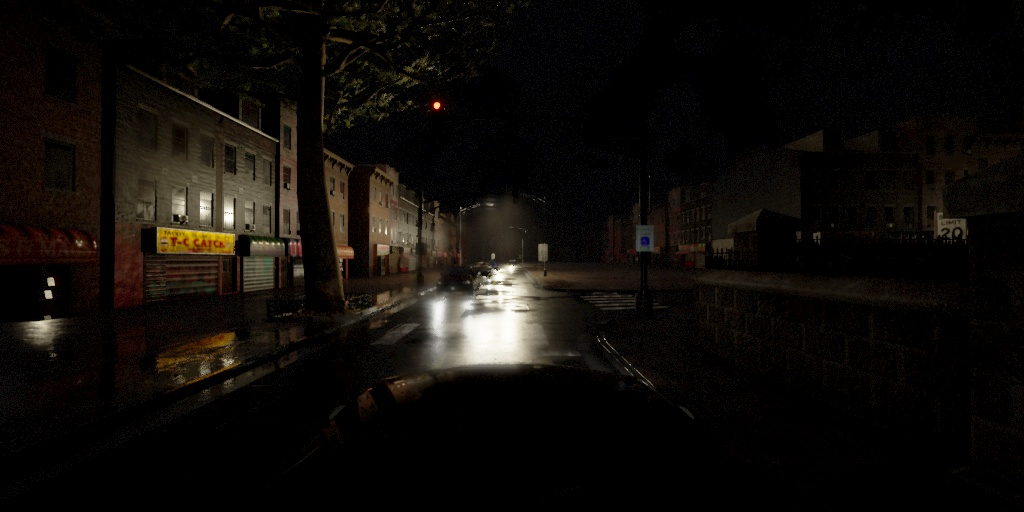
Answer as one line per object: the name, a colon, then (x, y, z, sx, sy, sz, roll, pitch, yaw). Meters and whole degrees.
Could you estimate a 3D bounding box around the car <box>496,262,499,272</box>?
car: (-2.764, 1.319, 48.269, 1.812, 1.442, 4.674, 0, 0, 0)

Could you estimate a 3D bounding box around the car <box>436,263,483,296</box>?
car: (-2.820, 1.282, 19.436, 1.812, 1.442, 4.674, 0, 0, 0)

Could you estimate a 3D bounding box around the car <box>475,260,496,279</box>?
car: (-2.798, 1.272, 33.335, 1.837, 1.490, 4.892, 0, 0, 0)
